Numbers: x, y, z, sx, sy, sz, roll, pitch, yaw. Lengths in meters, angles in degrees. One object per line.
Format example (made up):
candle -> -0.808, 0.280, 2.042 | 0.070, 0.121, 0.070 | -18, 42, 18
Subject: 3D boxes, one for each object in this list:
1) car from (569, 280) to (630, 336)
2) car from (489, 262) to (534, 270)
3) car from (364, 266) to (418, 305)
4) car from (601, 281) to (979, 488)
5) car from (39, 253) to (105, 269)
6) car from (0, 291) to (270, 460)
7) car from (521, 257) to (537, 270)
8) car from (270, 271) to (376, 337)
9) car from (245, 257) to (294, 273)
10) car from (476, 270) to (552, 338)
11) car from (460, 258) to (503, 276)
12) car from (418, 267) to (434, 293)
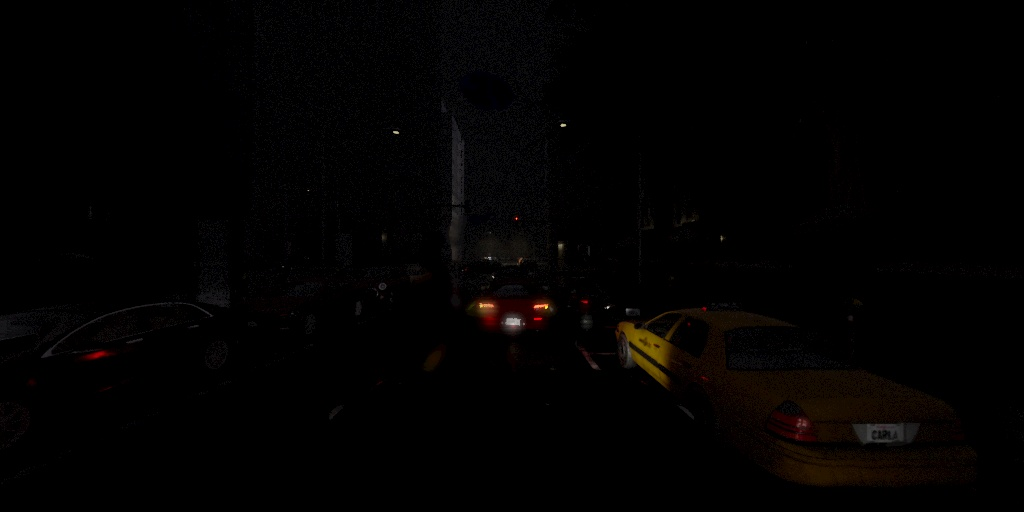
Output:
car -> 2.756, 1.316, 10.245 | 1.948, 1.339, 4.313 | 0, 0, 0
car -> 0.003, 1.256, 18.946 | 1.837, 1.490, 4.892 | 0, 0, 0
car -> -5.774, 1.190, 15.692 | 1.967, 1.591, 4.097 | 0, 0, 0
car -> 2.761, 1.275, 4.958 | 1.751, 1.417, 4.829 | 0, 0, 0
car -> -39.654, 0.518, 32.548 | 4.892, 1.490, 1.837 | 1, 0, 0
car -> -5.764, 1.300, 4.778 | 2.007, 1.370, 4.403 | 0, 0, 0
car -> 2.716, 1.202, 53.127 | 1.967, 1.591, 4.097 | 0, 0, 0
car -> -5.769, 1.295, 10.235 | 1.888, 1.381, 4.507 | 0, 0, 0
car -> -22.480, 0.846, 32.584 | 4.892, 1.490, 1.837 | 1, 0, 0
car -> 0.063, 1.276, 10.079 | 1.812, 1.442, 4.674 | 0, 0, 0
car -> -3.027, 1.247, 36.502 | 4.674, 1.442, 1.812 | 1, 1, -38
car -> -5.779, 1.277, 20.979 | 1.751, 1.417, 4.829 | 0, 0, 0
